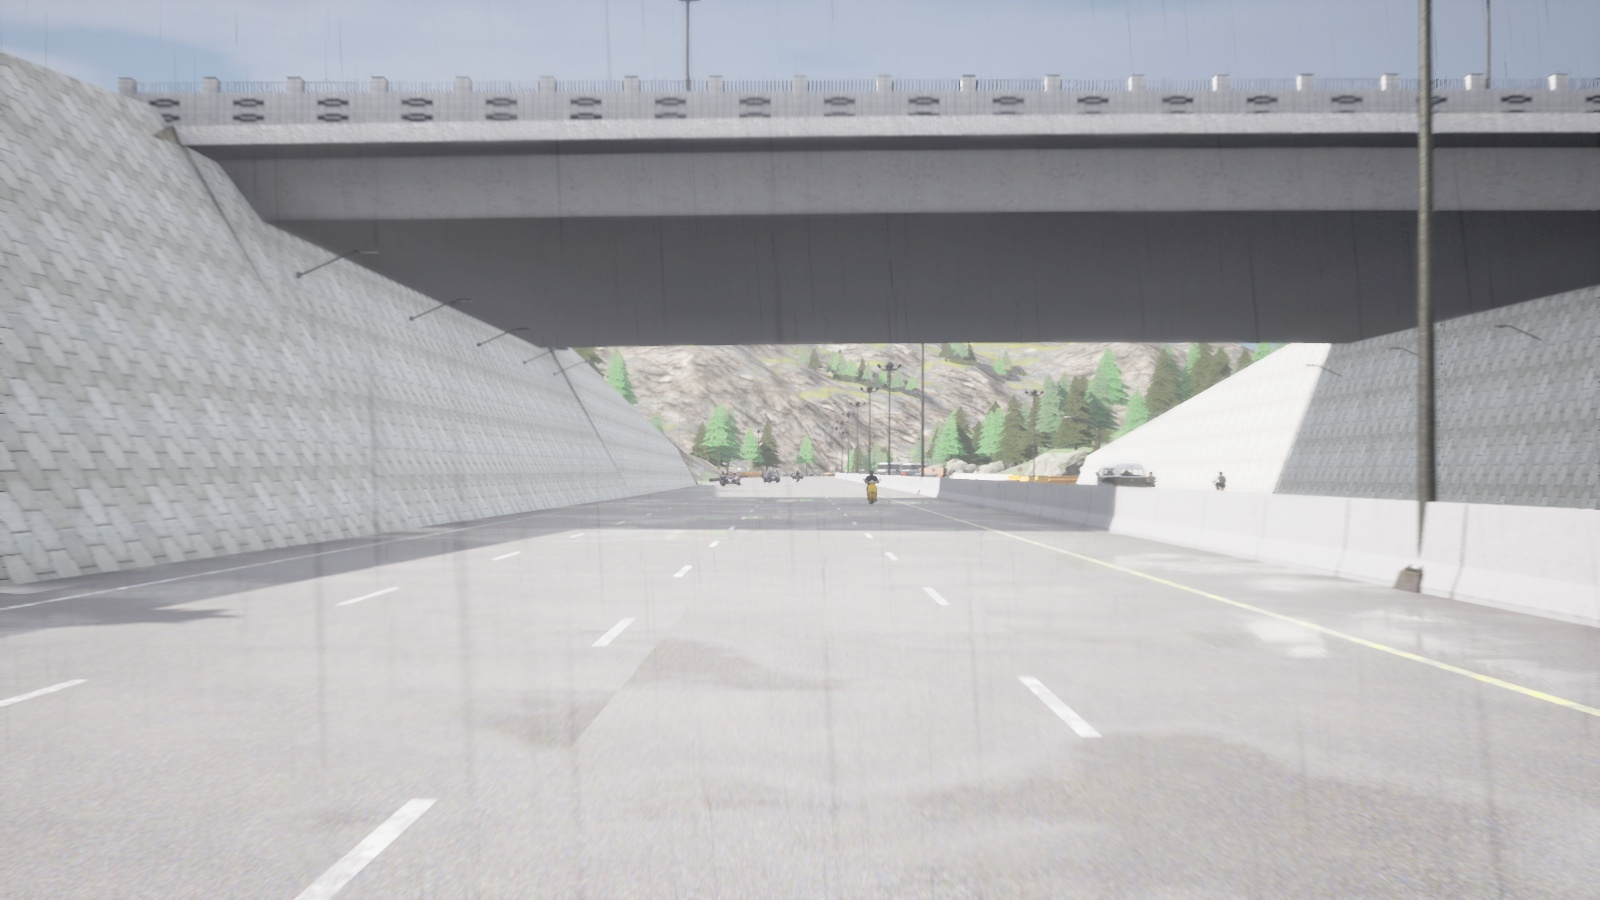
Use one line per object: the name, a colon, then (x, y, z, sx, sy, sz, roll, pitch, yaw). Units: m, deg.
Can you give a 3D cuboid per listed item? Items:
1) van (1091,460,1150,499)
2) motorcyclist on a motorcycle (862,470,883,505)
van: (17.348, 1.606, 68.176, 2.069, 2.038, 4.480, 0, -1, 0)
motorcyclist on a motorcycle: (3.362, 1.734, 58.732, 0.866, 1.590, 1.817, 0, -1, 0)
